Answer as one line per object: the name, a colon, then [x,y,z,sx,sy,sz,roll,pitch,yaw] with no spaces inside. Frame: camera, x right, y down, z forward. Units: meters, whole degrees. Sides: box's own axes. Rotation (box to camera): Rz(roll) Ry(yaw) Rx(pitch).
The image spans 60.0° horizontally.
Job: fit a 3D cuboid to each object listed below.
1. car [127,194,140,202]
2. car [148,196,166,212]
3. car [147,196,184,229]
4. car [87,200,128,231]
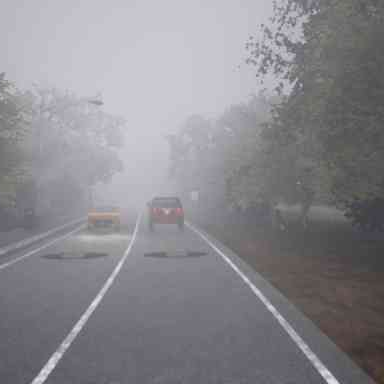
car: [-10.859,1.413,61.606,2.150,2.045,5.566,1,-3,-8]
car: [-4.482,1.438,41.807,2.097,1.767,4.553,1,0,-8]
car: [-1.776,1.279,22.063,2.150,2.045,5.566,1,0,-7]
car: [-5.367,1.503,21.119,1.882,1.535,5.008,1,0,-8]
